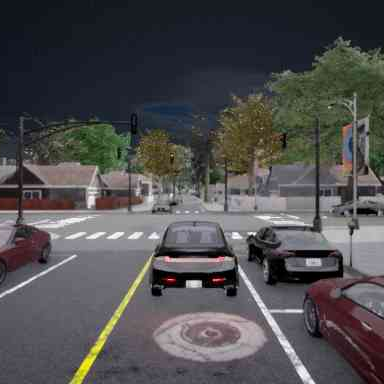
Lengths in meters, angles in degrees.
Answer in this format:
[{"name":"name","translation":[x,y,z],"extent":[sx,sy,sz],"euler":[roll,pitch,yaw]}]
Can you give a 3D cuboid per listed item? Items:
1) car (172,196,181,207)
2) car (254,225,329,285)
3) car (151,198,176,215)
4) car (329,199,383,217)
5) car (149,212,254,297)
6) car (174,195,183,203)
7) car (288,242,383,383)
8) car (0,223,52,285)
[{"name":"car","translation":[-3.069,1.623,51.373],"extent":[1.895,1.301,4.718],"euler":[0,0,0]},{"name":"car","translation":[2.647,1.565,9.305],"extent":[1.947,1.339,4.313],"euler":[0,0,0]},{"name":"car","translation":[-3.022,1.571,34.252],"extent":[1.994,1.385,4.181],"euler":[0,0,-1]},{"name":"car","translation":[14.562,1.394,29.019],"extent":[4.902,1.511,2.128],"euler":[0,0,-2]},{"name":"car","translation":[0.061,1.491,8.581],"extent":[2.128,1.511,4.902],"euler":[0,0,1]},{"name":"car","translation":[-3.010,1.393,68.061],"extent":[2.097,1.767,4.553],"euler":[0,0,0]},{"name":"car","translation":[2.641,1.581,3.786],"extent":[1.802,1.307,4.206],"euler":[0,0,0]},{"name":"car","translation":[-5.378,1.581,9.312],"extent":[1.802,1.307,4.206],"euler":[0,0,0]}]
